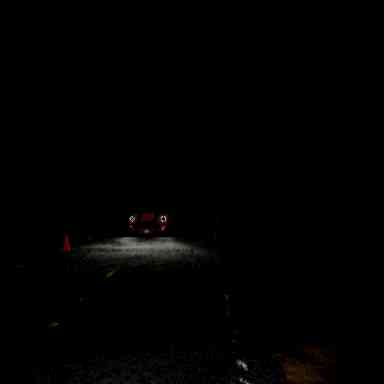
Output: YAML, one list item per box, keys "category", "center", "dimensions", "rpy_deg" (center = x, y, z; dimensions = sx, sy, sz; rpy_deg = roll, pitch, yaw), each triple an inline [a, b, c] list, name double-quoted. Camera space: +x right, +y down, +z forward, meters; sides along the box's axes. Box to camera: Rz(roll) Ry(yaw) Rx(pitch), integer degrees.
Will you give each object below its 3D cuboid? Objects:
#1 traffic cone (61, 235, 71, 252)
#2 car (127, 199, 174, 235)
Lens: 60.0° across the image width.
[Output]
- category: "traffic cone"
  center: [-4.783, 1.941, 12.642]
  dimensions: [0.340, 0.580, 0.340]
  rpy_deg: [0, 0, 3]
- category: "car"
  center: [-2.159, 1.336, 18.493]
  dimensions: [2.097, 1.767, 4.553]
  rpy_deg: [0, 0, 1]
